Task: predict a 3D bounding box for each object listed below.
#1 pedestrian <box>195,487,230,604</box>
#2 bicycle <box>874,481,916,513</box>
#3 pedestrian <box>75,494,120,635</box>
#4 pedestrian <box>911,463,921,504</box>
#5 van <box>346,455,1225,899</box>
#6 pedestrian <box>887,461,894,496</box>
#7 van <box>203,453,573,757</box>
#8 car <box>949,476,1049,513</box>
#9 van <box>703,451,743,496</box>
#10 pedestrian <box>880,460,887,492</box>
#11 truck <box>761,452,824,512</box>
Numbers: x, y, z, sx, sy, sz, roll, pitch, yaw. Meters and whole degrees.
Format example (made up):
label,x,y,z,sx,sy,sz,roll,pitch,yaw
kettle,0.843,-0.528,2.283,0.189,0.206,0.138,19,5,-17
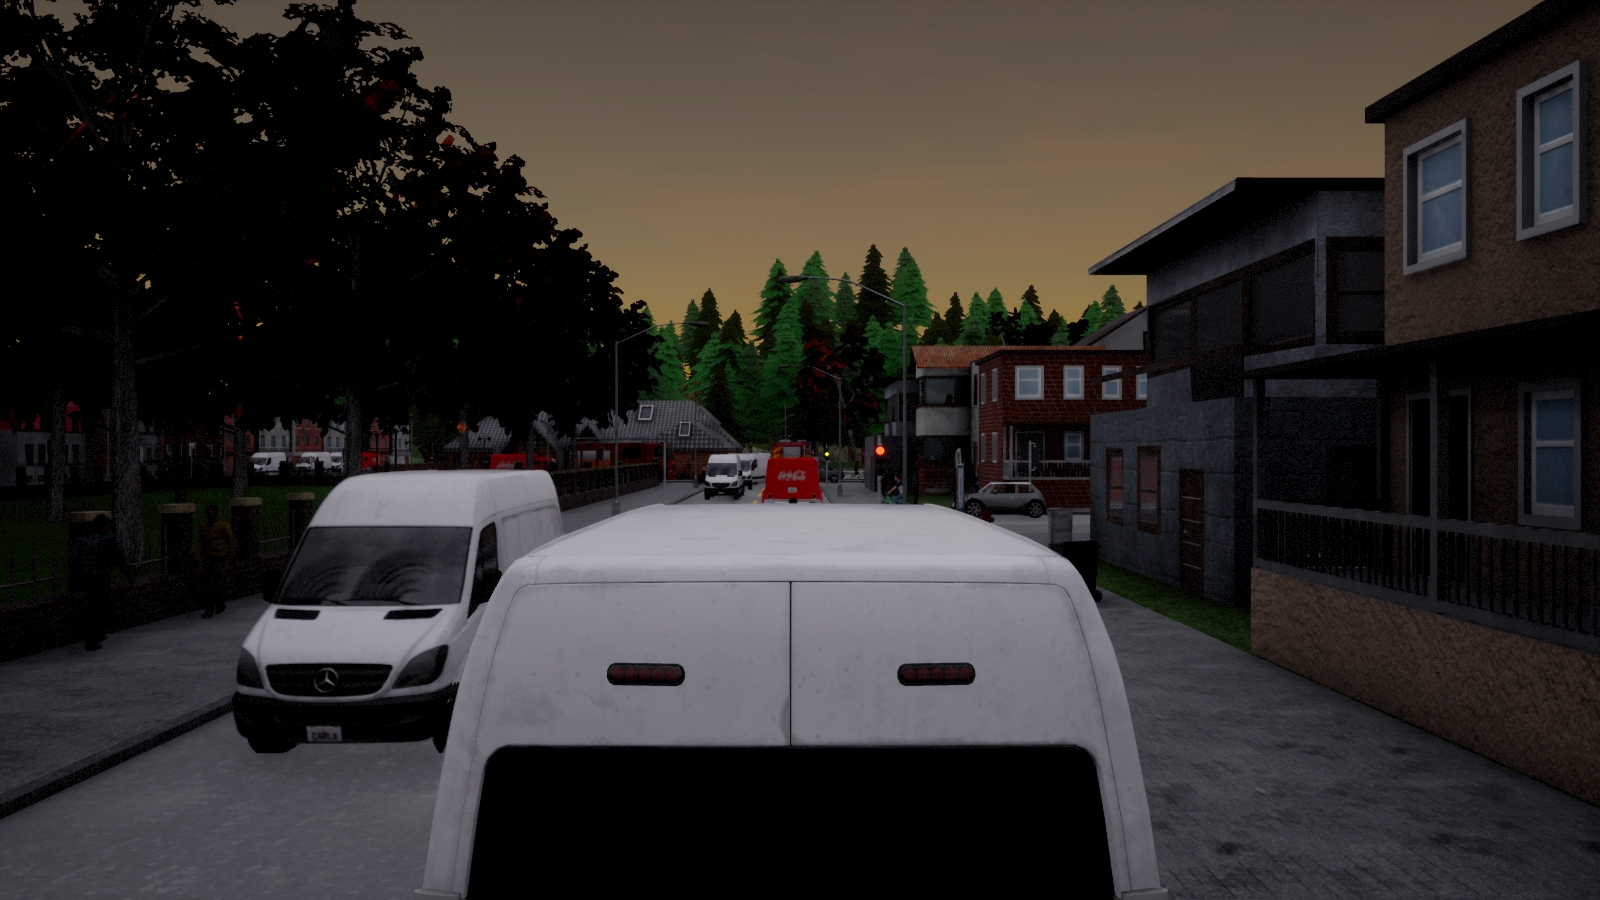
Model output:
label,x,y,z,sx,sy,sz,roll,pitch,yaw
pedestrian,-9.445,1.525,18.372,0.375,1.860,0.375,0,0,2
bicycle,3.915,1.936,47.094,1.643,1.296,0.373,0,0,-6
pedestrian,-9.432,1.525,15.351,0.375,1.860,0.375,0,0,2
pedestrian,5.307,1.516,52.274,0.375,1.860,0.375,0,0,24
van,-0.041,1.314,5.541,1.988,2.561,5.915,0,0,0
pedestrian,4.854,1.517,61.283,0.375,1.860,0.375,0,0,-3
van,-4.072,1.315,12.613,1.988,2.561,5.915,0,0,0
car,8.223,1.844,47.485,3.806,1.475,1.970,0,0,-1
van,-4.457,1.314,66.858,1.988,2.561,5.915,0,0,0
pedestrian,4.845,1.516,66.083,0.375,1.860,0.375,0,0,1
truck,-0.335,1.343,50.020,2.627,2.467,5.204,0,0,0
